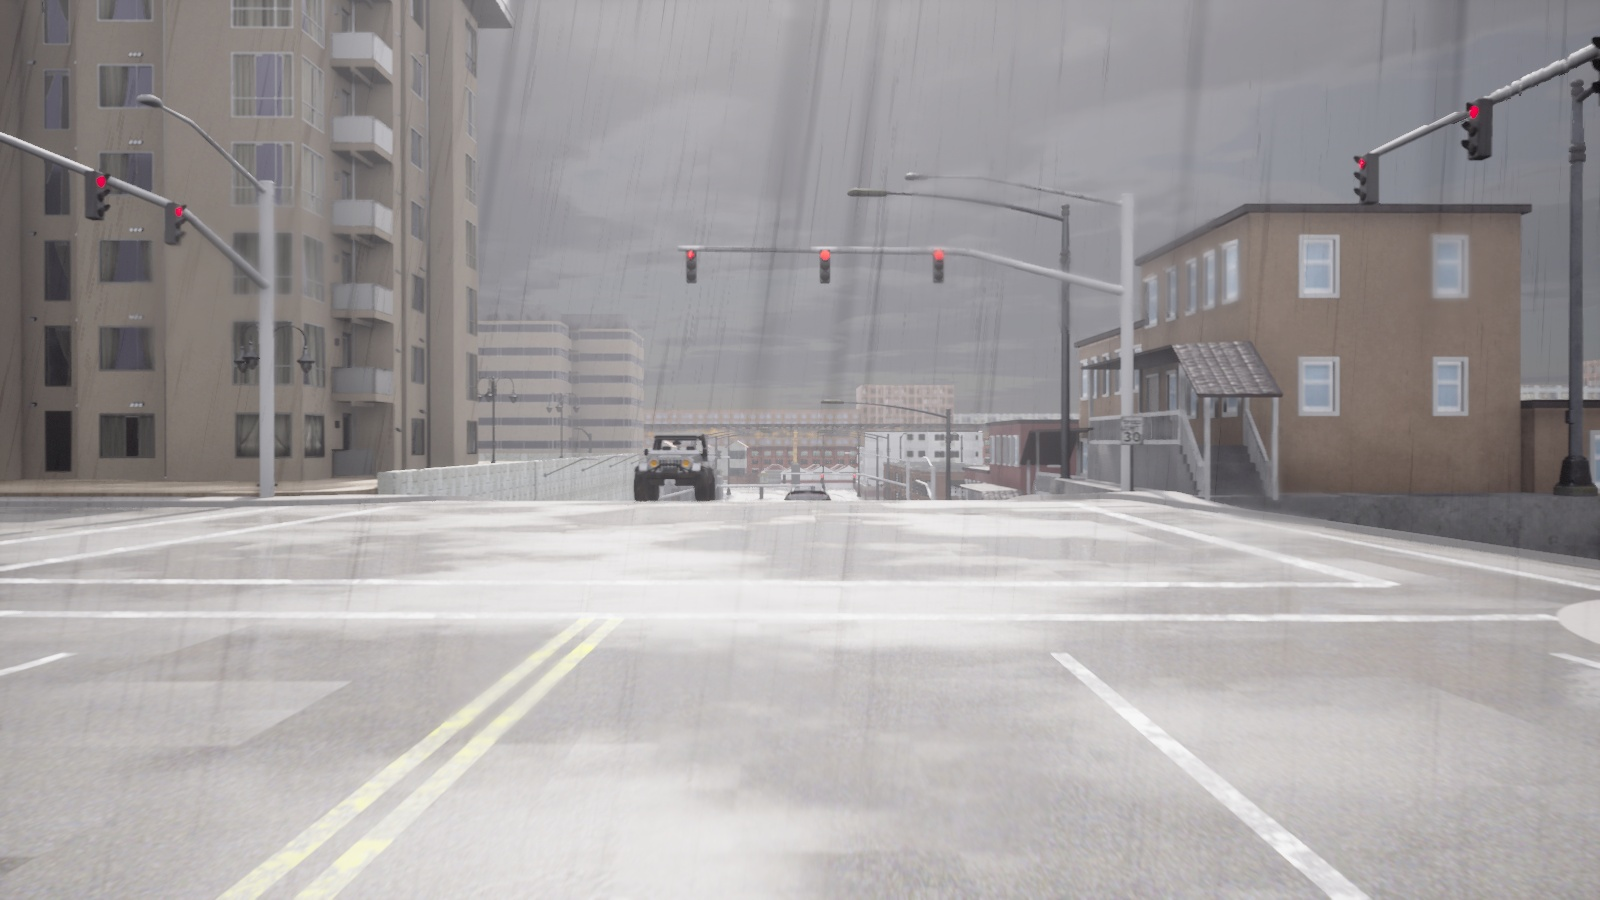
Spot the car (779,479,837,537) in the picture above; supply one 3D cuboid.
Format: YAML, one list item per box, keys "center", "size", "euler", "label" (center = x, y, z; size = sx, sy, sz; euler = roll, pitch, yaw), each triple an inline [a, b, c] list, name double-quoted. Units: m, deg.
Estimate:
- center: [0.292, 2.291, 48.507]
  size: [2.128, 1.511, 4.902]
  euler: [0, -11, 0]
  label: "car"

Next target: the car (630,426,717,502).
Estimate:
- center: [-3.288, 0.402, 33.274]
  size: [1.905, 1.878, 3.866]
  euler: [0, -2, 0]
  label: "car"
